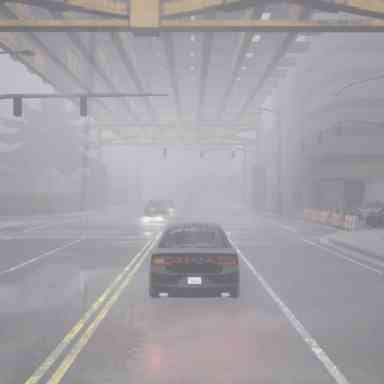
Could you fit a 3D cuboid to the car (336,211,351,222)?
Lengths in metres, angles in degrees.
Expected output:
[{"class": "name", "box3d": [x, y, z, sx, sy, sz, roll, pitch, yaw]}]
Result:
[{"class": "car", "box3d": [13.534, 1.453, 25.053, 4.974, 1.542, 2.038, 0, 0, 25]}]

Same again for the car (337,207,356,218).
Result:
[{"class": "car", "box3d": [13.581, 1.295, 25.032, 4.536, 1.218, 1.853, 0, 0, 25]}]

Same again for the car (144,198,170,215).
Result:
[{"class": "car", "box3d": [-3.670, 1.491, 33.550, 2.128, 1.511, 4.902, 0, 0, 0]}]

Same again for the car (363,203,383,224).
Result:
[{"class": "car", "box3d": [13.265, 1.295, 20.912, 4.536, 1.218, 1.853, 0, 0, -20]}]

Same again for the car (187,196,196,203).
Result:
[{"class": "car", "box3d": [-0.047, 1.492, 66.397, 2.128, 1.511, 4.902, 0, 0, 0]}]

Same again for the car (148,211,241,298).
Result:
[{"class": "car", "box3d": [0.054, 1.478, 8.590, 1.882, 1.535, 5.008, 0, 0, 0]}]

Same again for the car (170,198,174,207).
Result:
[{"class": "car", "box3d": [-3.696, 1.600, 49.432, 1.895, 1.301, 4.718, 0, 0, 0]}]

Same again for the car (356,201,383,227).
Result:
[{"class": "car", "box3d": [13.217, 1.453, 20.894, 4.974, 1.542, 2.038, 0, 0, -20]}]
